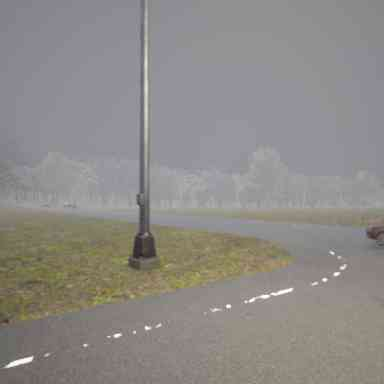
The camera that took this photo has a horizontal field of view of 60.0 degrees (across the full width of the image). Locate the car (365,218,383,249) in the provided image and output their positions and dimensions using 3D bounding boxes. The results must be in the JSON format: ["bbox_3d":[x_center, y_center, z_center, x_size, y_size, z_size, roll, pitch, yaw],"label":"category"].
[{"bbox_3d":[9.217,1.572,12.799,1.812,1.442,4.674,1,-1,-36],"label":"car"}]

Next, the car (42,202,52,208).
[{"bbox_3d":[-33.282,2.971,76.207,2.033,1.411,5.357,2,-2,-29],"label":"car"}]

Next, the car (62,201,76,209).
[{"bbox_3d":[-28.328,2.911,76.712,2.097,1.767,4.553,3,-3,-36],"label":"car"}]
